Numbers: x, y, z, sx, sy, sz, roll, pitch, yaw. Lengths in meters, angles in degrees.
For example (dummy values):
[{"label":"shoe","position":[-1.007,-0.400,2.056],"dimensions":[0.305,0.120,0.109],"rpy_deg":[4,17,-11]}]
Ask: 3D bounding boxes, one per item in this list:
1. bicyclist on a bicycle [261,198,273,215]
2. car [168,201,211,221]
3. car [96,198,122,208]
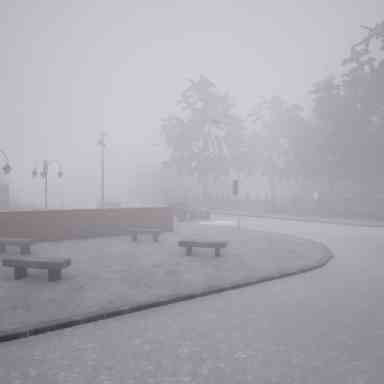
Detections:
[{"label":"bicyclist on a bicycle","position":[7.062,1.349,31.440],"dimensions":[1.656,1.620,0.582],"rpy_deg":[0,0,-35]},{"label":"car","position":[-0.384,1.503,27.427],"dimensions":[1.837,1.490,4.892],"rpy_deg":[0,0,-35]},{"label":"car","position":[-10.401,1.478,41.646],"dimensions":[1.882,1.535,5.008],"rpy_deg":[0,0,-35]}]
